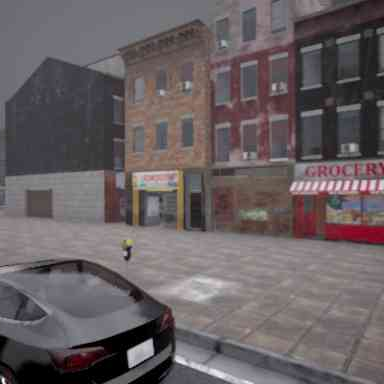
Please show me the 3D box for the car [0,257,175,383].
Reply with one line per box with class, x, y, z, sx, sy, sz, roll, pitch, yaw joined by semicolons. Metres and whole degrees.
car;-2.177;1.559;4.369;4.313;1.339;1.947;0;0;36
